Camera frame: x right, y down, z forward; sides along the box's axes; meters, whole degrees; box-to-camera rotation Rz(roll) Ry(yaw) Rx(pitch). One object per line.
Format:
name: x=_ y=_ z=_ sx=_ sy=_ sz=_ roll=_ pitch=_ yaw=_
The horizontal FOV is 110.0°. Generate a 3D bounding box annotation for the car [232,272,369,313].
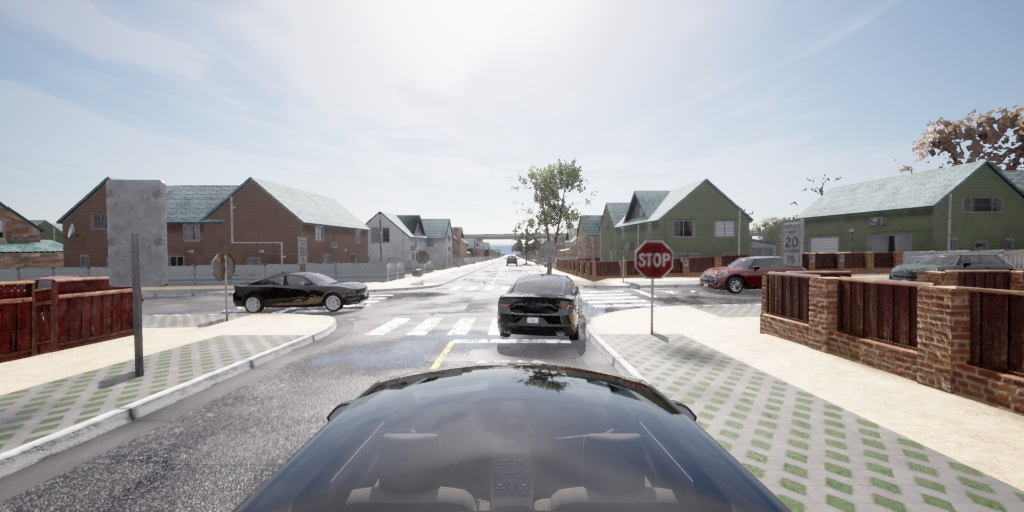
car: x=-8.470 y=1.377 z=14.611 sx=5.008 sy=1.535 sz=1.882 roll=-1 pitch=2 yaw=0

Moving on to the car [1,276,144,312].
car: x=-18.022 y=1.547 z=14.547 sx=5.008 sy=1.535 sz=1.882 roll=-1 pitch=2 yaw=0

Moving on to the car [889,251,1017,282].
car: x=21.700 y=0.646 z=17.768 sx=4.553 sy=1.767 sz=2.097 roll=-1 pitch=2 yaw=0

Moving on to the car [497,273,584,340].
car: x=0.957 y=1.225 z=10.085 sx=1.882 sy=1.535 sz=5.008 roll=0 pitch=0 yaw=12

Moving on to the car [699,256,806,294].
car: x=11.805 y=0.820 z=17.696 sx=4.553 sy=1.767 sz=2.097 roll=-1 pitch=2 yaw=0
